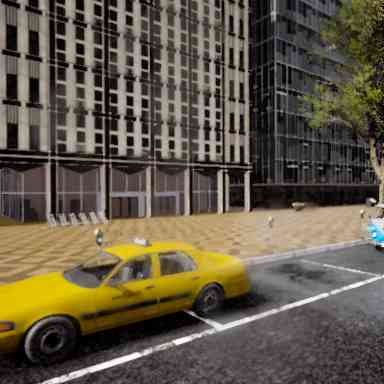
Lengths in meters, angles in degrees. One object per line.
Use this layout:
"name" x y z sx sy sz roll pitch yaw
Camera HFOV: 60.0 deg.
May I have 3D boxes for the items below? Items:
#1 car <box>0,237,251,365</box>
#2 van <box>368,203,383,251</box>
"car" -1.103 1.513 5.775 4.829 1.417 1.752 0 0 -36
"van" 8.259 1.263 12.463 3.998 1.788 1.690 0 0 -36
